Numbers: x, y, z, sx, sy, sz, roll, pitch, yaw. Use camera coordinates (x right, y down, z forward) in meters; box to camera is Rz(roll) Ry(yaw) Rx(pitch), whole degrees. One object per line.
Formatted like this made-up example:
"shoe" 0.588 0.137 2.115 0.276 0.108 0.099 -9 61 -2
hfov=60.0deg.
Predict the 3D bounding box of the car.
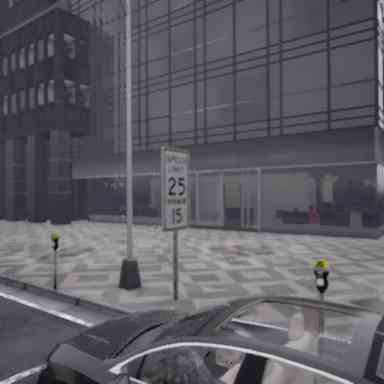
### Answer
"car" 0.527 1.561 2.586 4.403 1.369 2.008 -1 0 35
